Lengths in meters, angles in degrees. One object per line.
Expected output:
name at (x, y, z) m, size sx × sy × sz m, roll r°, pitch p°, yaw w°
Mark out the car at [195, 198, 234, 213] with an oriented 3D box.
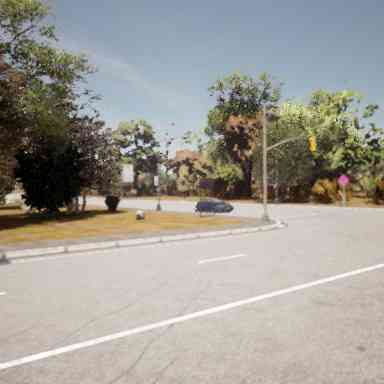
car at (2.130, 1.299, 32.425) m, size 1.994 × 1.385 × 4.181 m, roll -1°, pitch 1°, yaw -37°
